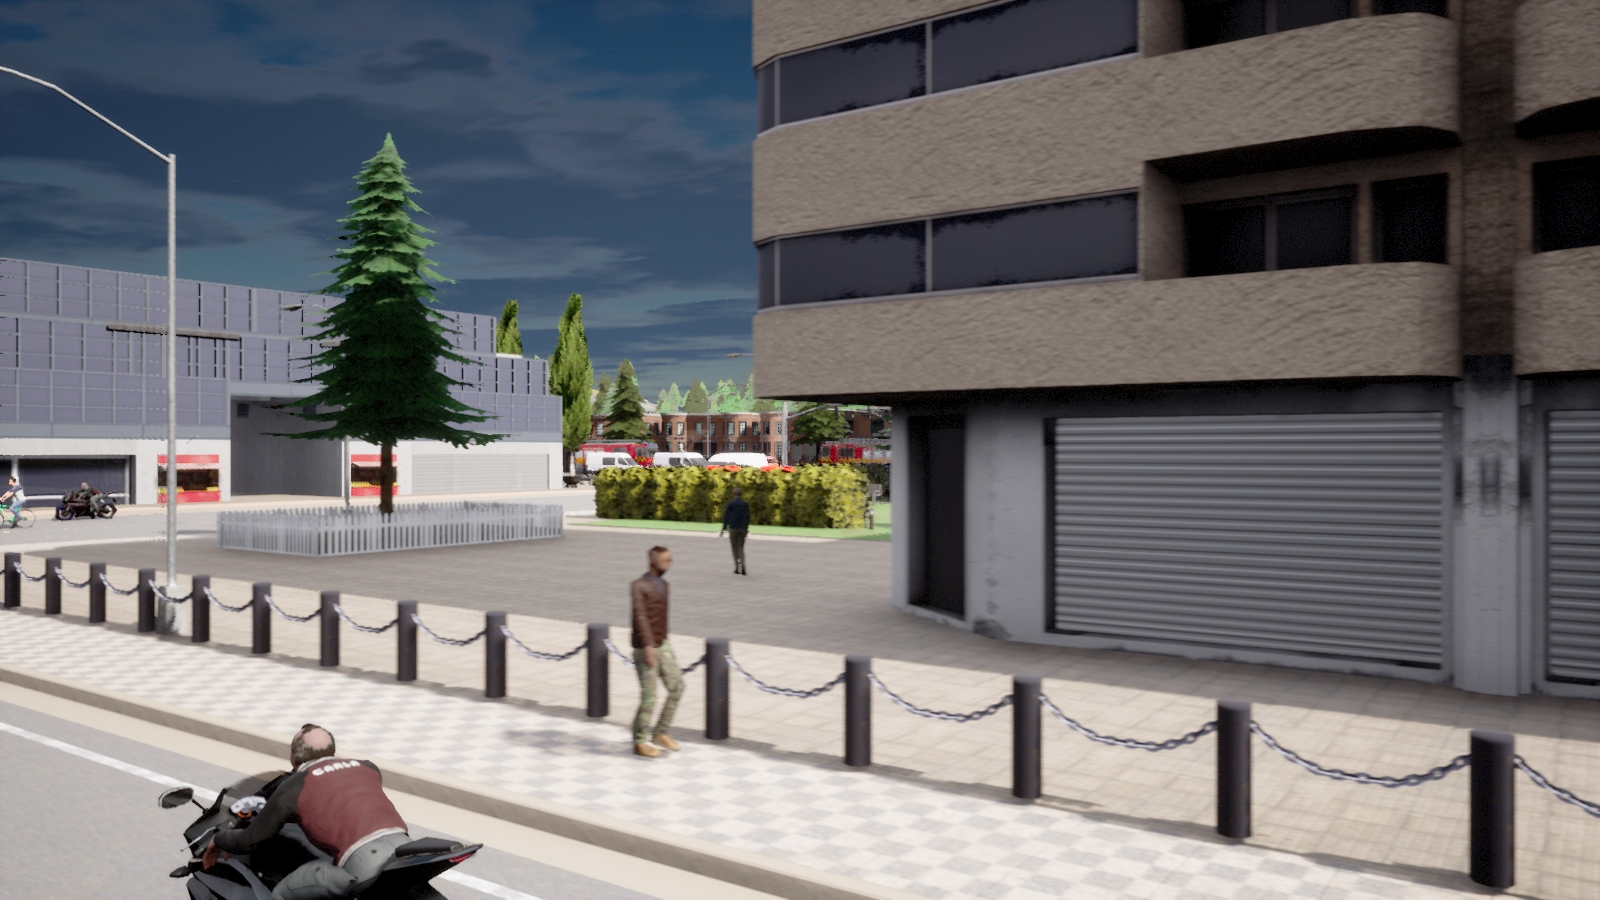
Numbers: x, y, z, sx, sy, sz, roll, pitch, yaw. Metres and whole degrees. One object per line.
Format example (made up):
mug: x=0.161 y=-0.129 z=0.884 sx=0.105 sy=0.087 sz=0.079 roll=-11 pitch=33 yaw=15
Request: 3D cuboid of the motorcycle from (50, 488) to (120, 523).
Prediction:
motorcycle: x=-28.518 y=2.200 z=45.629 sx=0.867 sy=1.251 sz=2.209 roll=0 pitch=0 yaw=35

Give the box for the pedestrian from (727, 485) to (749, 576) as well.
pedestrian: x=-1.302 y=1.675 z=23.892 sx=0.375 sy=1.860 sz=0.375 roll=0 pitch=0 yaw=-20

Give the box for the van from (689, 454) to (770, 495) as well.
van: x=-4.482 y=1.529 z=73.676 sx=1.988 sy=2.561 sz=5.915 roll=0 pitch=0 yaw=35

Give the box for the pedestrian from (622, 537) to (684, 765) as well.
pedestrian: x=-1.258 y=1.696 z=9.766 sx=0.375 sy=1.860 sz=0.375 roll=0 pitch=0 yaw=29

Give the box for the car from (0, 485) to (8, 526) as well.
car: x=-31.720 y=2.056 z=41.067 sx=2.231 sy=1.480 sz=4.892 roll=0 pitch=0 yaw=35

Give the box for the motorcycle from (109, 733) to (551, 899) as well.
motorcycle: x=-2.265 y=2.204 z=5.371 sx=2.209 sy=1.251 sz=0.867 roll=0 pitch=0 yaw=35
